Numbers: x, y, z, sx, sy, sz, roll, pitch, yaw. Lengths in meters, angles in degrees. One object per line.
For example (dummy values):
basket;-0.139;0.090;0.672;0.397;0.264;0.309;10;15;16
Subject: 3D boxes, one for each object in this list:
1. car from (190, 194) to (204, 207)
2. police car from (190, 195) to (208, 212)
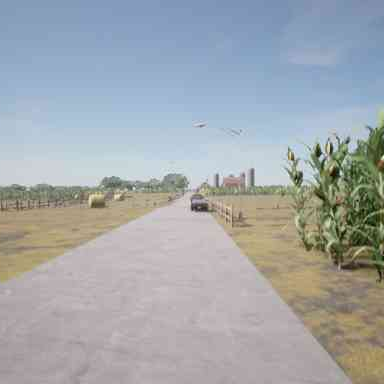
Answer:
car;0.822;1.401;55.017;2.150;2.045;5.566;0;0;0
police car;0.825;1.479;39.097;1.930;1.638;5.238;0;0;0
